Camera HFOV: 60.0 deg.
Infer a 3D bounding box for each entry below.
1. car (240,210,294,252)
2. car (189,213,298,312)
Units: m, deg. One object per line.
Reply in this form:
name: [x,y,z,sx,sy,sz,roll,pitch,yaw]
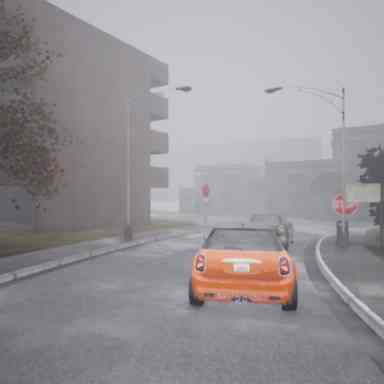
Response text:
car: [4.027,1.837,17.131,2.097,1.767,4.553,0,-2,21]
car: [1.296,1.501,8.285,2.097,1.767,4.553,0,-2,10]
